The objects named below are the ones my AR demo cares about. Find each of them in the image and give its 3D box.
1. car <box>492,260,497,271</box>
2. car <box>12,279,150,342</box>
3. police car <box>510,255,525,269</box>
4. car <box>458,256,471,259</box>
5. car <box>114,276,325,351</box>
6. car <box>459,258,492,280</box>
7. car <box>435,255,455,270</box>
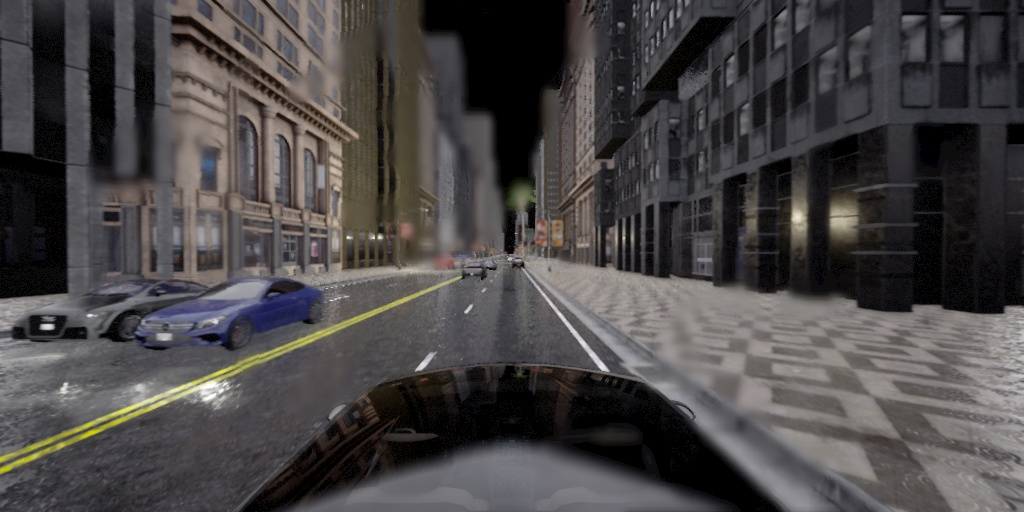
[{"bbox_3d":[-3.144,1.260,49.471,1.994,1.385,4.181,0,0,0],"label":"car"},{"bbox_3d":[-9.848,1.312,9.589,1.994,1.385,4.181,0,0,0],"label":"car"},{"bbox_3d":[0.984,1.112,54.367,1.930,1.638,5.238,0,0,0],"label":"police car"},{"bbox_3d":[-6.546,1.167,53.002,1.882,1.535,5.008,0,0,0],"label":"car"},{"bbox_3d":[-6.599,1.274,9.133,1.812,1.442,4.674,0,0,0],"label":"car"},{"bbox_3d":[-3.145,1.220,30.744,2.128,1.511,4.902,0,0,0],"label":"car"},{"bbox_3d":[-9.797,0.910,52.882,2.150,2.045,5.566,0,0,1],"label":"car"}]
